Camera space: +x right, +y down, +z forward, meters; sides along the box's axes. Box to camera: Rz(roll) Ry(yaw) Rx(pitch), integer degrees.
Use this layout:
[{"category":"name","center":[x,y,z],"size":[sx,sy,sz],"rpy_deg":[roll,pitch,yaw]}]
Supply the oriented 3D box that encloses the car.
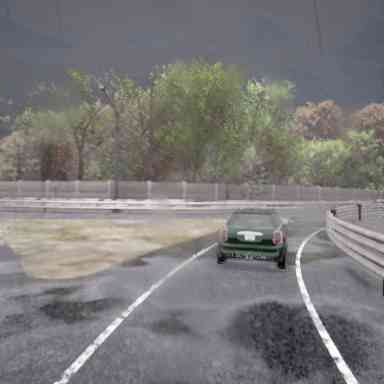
[{"category":"car","center":[2.283,1.357,11.746],"size":[2.097,1.767,4.553],"rpy_deg":[1,0,16]}]
